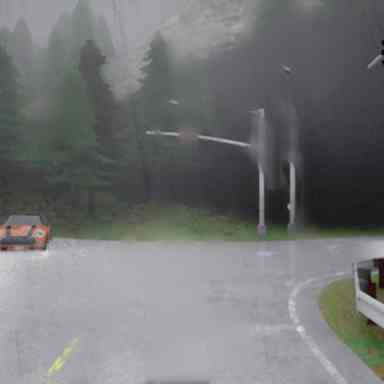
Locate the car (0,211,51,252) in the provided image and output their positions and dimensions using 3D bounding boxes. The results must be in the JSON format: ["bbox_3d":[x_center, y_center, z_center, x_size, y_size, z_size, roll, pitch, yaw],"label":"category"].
[{"bbox_3d":[-7.888,1.761,15.787,2.097,1.767,4.553,2,-1,-20],"label":"car"}]
